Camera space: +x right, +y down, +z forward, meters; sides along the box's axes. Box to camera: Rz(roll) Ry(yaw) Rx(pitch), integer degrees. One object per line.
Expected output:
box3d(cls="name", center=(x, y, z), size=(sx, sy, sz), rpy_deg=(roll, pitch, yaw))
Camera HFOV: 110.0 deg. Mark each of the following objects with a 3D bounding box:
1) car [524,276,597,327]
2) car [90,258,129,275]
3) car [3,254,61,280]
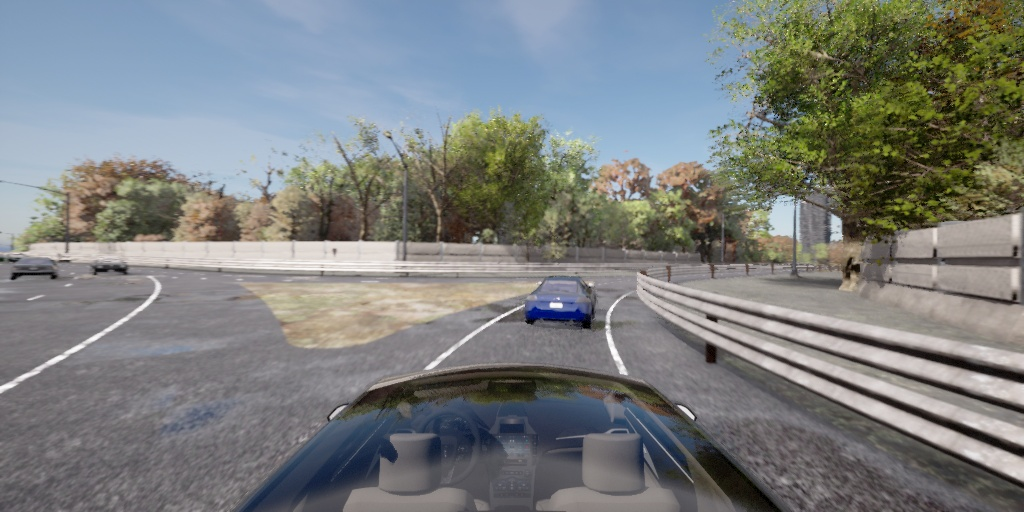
box3d(cls="car", center=(1.718, 1.338, 11.835), size=(1.994, 1.385, 4.181), rpy_deg=(1, 0, 14))
box3d(cls="car", center=(-32.827, 0.838, 29.191), size=(4.718, 1.301, 1.895), rpy_deg=(1, 0, 38))
box3d(cls="car", center=(-31.888, 0.801, 24.039), size=(5.357, 1.411, 2.033), rpy_deg=(1, 0, 39))
